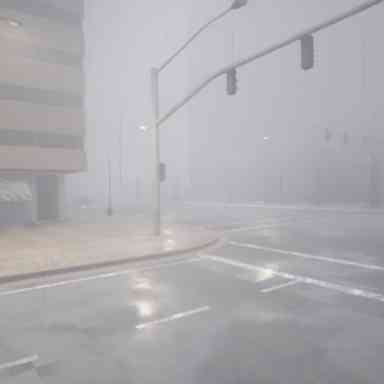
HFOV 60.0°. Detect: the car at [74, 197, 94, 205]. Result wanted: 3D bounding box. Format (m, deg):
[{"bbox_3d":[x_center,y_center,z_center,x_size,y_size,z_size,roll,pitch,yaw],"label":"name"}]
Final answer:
[{"bbox_3d":[-16.994,1.380,52.453,1.895,1.301,4.718,-1,1,-36],"label":"car"}]
